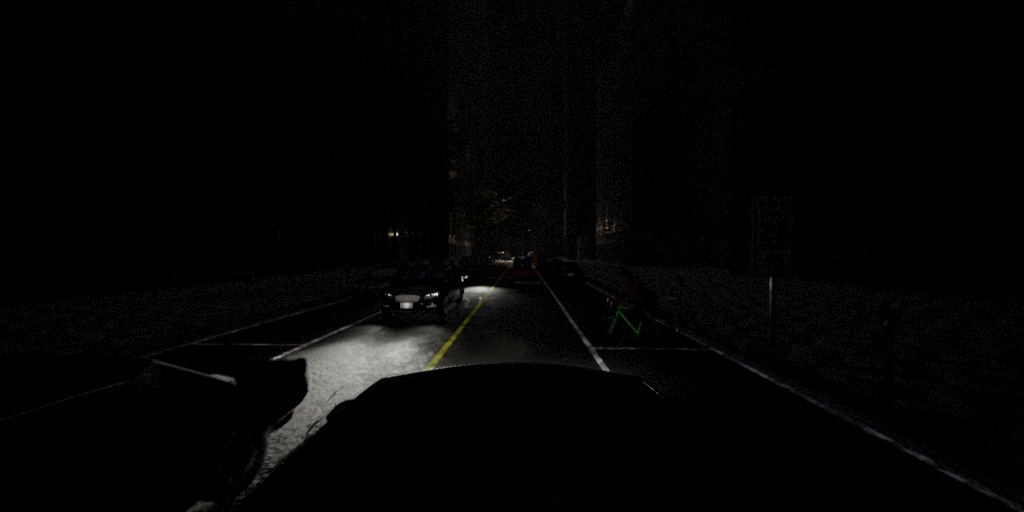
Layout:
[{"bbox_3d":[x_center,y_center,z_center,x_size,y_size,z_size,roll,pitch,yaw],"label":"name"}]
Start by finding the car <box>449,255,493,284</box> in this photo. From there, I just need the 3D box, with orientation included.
[{"bbox_3d":[-2.532,0.900,22.742,1.837,1.490,4.892,0,1,2],"label":"car"}]

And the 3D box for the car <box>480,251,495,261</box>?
[{"bbox_3d":[-4.384,0.206,55.324,2.192,1.841,5.009,0,0,2],"label":"car"}]

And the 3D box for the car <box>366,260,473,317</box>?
[{"bbox_3d":[-2.834,1.055,12.309,2.128,1.511,4.902,0,1,2],"label":"car"}]

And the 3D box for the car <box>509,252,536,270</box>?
[{"bbox_3d":[1.092,0.661,38.013,2.128,1.511,4.902,0,1,1],"label":"car"}]

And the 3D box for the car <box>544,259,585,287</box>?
[{"bbox_3d":[3.184,1.002,21.260,1.948,1.339,4.313,0,0,2],"label":"car"}]

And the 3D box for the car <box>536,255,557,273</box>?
[{"bbox_3d":[3.502,0.805,32.531,1.888,1.381,4.507,0,0,2],"label":"car"}]

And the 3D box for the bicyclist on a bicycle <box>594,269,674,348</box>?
[{"bbox_3d":[2.501,1.102,7.380,1.656,1.620,0.582,0,1,2],"label":"bicyclist on a bicycle"}]

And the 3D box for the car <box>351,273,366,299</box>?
[{"bbox_3d":[-5.497,1.080,15.869,1.802,1.307,4.207,0,0,2],"label":"car"}]

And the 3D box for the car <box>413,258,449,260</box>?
[{"bbox_3d":[-5.338,0.846,21.504,1.967,1.591,4.097,0,0,2],"label":"car"}]

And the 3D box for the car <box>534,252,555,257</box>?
[{"bbox_3d":[3.661,0.489,38.168,2.192,1.841,5.009,0,0,2],"label":"car"}]

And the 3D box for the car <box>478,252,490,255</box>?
[{"bbox_3d":[-4.543,0.521,49.687,1.888,1.381,4.507,0,0,2],"label":"car"}]

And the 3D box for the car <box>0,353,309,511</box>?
[{"bbox_3d":[-3.140,1.343,1.629,1.895,1.301,4.718,0,1,1],"label":"car"}]
